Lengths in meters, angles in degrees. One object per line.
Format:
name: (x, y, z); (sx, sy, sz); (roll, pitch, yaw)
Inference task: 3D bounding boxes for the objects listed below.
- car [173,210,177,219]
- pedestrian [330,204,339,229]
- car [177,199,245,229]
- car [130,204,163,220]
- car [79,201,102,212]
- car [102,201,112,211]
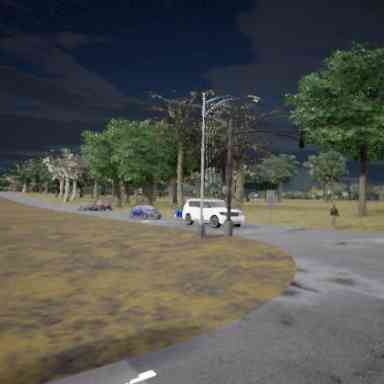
car: (-0.068, 2.059, 33.595); (1.882, 1.535, 5.008); (3, -2, -34)
pedestrian: (10.535, 1.783, 24.792); (0.375, 1.860, 0.375); (2, -1, -34)
car: (1.456, 1.535, 24.694); (2.150, 2.045, 5.566); (3, -2, -34)
car: (-4.778, 2.009, 33.998); (1.812, 1.442, 4.674); (3, -2, -34)
car: (-15.769, 2.273, 50.471); (1.994, 1.385, 4.181); (3, -2, -33)
car: (-15.168, 2.238, 56.016); (2.097, 1.767, 4.553); (3, -2, -33)
